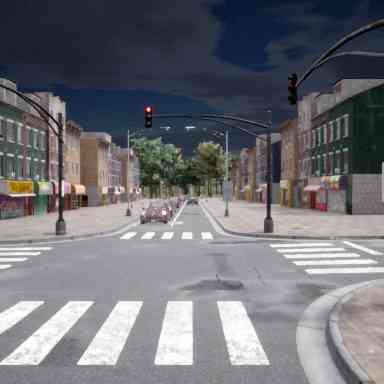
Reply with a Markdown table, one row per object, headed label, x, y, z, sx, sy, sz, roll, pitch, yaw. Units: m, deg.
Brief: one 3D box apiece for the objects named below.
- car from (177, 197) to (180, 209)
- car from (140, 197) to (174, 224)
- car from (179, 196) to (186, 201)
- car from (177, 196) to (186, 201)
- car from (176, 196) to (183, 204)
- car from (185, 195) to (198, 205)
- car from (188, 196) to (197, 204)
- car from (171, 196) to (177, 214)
| label | x | y | z | sx | sy | sz | roll | pitch | yaw |
| --- | --- | --- | --- | --- | --- | --- | --- | --- | --- |
| car | -2.636 | 1.579 | 35.452 | 1.947 | 1.339 | 4.313 | -1 | 0 | 0 |
| car | -2.641 | 1.445 | 24.583 | 1.967 | 1.590 | 4.097 | -1 | 0 | 0 |
| car | -2.621 | 1.678 | 89.800 | 1.802 | 1.307 | 4.206 | -1 | 0 | 0 |
| car | -2.623 | 1.652 | 84.365 | 1.947 | 1.339 | 4.313 | -1 | 0 | 0 |
| car | -2.634 | 1.570 | 46.322 | 1.887 | 1.381 | 4.507 | -1 | 0 | 0 |
| car | 0.114 | 1.569 | 59.348 | 1.812 | 1.442 | 4.674 | 0 | 0 | 0 |
| car | 0.112 | 1.535 | 68.463 | 1.882 | 1.535 | 5.008 | 0 | 0 | 0 |
| car | -2.639 | 1.448 | 30.018 | 1.967 | 1.590 | 4.097 | -1 | 0 | 0 |
